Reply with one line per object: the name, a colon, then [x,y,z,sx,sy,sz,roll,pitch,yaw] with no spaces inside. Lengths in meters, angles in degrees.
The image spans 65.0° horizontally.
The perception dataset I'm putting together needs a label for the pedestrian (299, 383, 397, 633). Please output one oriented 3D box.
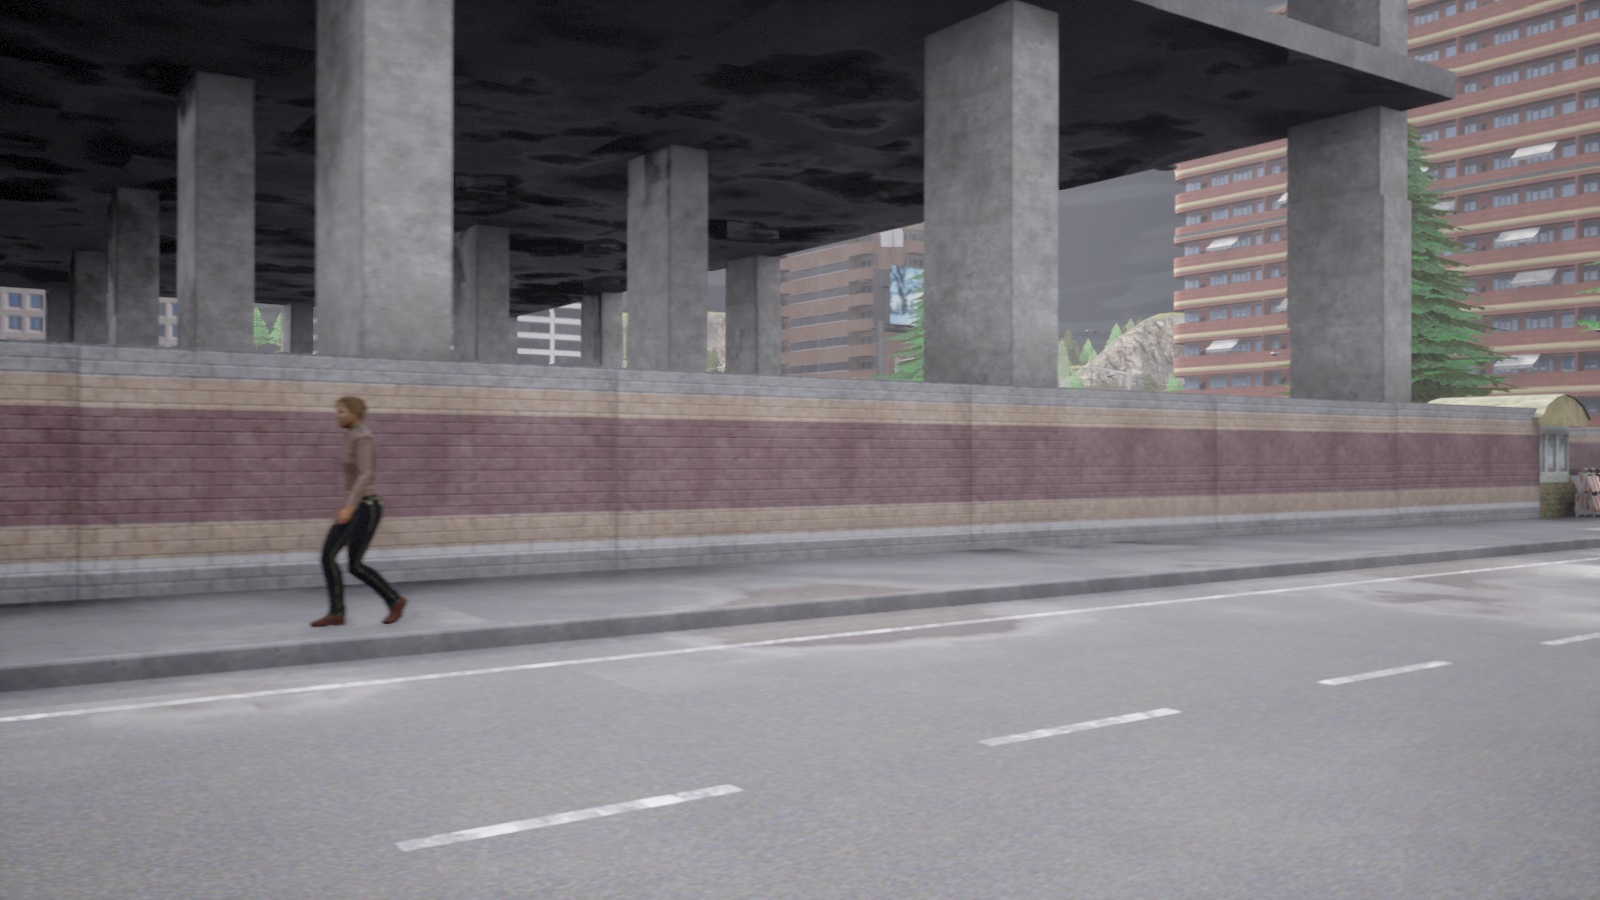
pedestrian: [-3.450,0.430,9.591,0.634,1.846,0.331,0,0,-36]
